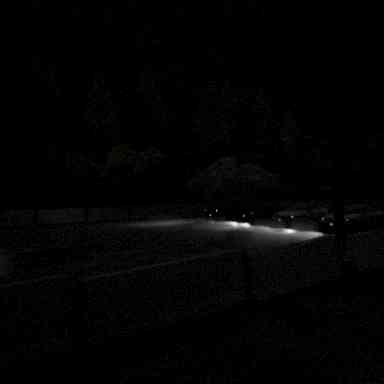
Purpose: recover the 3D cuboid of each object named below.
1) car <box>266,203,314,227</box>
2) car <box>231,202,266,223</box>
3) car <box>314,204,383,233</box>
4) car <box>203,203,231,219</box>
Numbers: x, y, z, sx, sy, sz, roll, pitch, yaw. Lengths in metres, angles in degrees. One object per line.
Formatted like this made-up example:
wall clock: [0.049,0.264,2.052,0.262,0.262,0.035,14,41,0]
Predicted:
car: [7.334,1.456,22.001,4.674,1.442,1.812,0,0,-36]
car: [5.301,1.504,24.850,4.181,1.385,1.994,0,0,-36]
car: [9.339,1.440,19.133,4.674,1.442,1.812,0,0,-36]
car: [3.244,1.524,27.682,4.718,1.301,1.895,0,0,-36]
